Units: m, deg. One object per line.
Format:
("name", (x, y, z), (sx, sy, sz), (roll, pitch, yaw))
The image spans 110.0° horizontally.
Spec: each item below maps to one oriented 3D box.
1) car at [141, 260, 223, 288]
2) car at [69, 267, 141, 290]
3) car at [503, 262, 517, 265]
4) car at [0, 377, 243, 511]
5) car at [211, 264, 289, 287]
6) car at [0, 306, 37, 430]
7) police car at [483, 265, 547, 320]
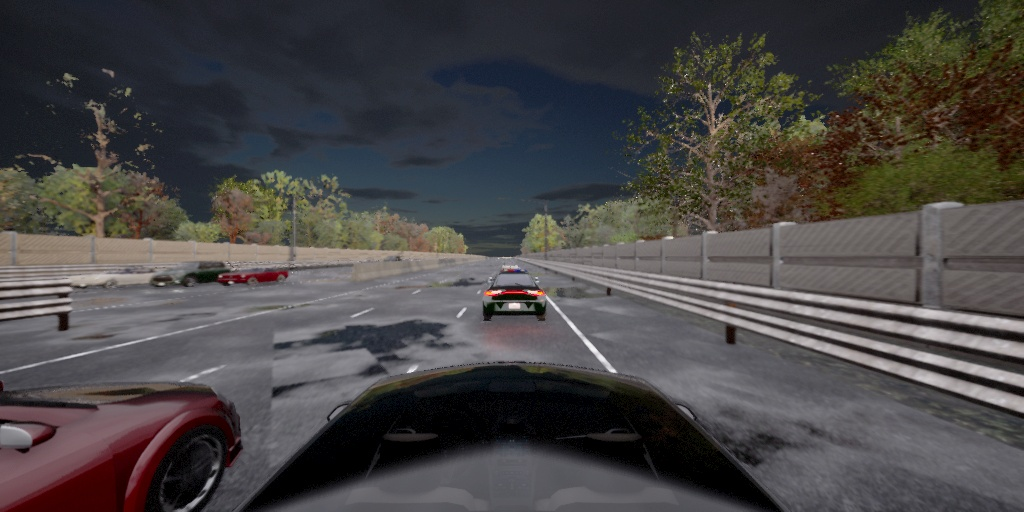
("car", (-21.203, 1.109, 23.915), (2.097, 1.767, 4.553), (0, 0, -1))
("car", (-24.693, 1.358, 22.822), (1.895, 1.301, 4.718), (0, 0, -1))
("car", (-0.240, 1.362, 44.458), (1.895, 1.301, 4.718), (0, 0, -1))
("car", (-3.406, 1.314, 1.480), (1.994, 1.385, 4.181), (0, 0, 0))
("car", (-17.715, 1.358, 24.788), (1.895, 1.301, 4.718), (0, 0, -1))
("car", (-6.906, 1.315, 2.366), (1.994, 1.385, 4.181), (0, 0, 0))
("police car", (0.066, 1.257, 12.700), (2.038, 1.542, 4.974), (0, 0, 0))
